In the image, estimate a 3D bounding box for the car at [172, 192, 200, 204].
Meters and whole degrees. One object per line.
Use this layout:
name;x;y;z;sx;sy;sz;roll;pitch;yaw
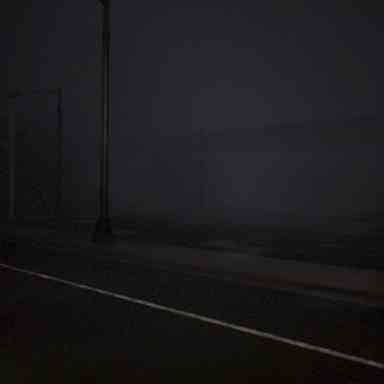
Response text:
car;-0.767;0.979;58.814;5.566;2.045;2.150;1;0;-28
